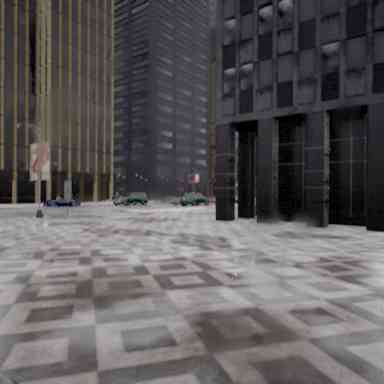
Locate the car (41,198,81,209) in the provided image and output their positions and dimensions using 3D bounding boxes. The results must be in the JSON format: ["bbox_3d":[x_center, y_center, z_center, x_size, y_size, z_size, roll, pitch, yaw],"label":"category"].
[{"bbox_3d":[-16.882,1.450,43.063,1.895,1.301,4.718,0,0,37],"label":"car"}]

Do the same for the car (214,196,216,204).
[{"bbox_3d":[4.481,1.491,60.647,1.994,1.385,4.181,0,0,37],"label":"car"}]

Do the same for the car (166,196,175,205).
[{"bbox_3d":[-1.159,1.461,53.002,2.033,1.411,5.357,0,0,37],"label":"car"}]

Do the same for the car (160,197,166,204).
[{"bbox_3d":[-3.941,1.445,60.239,1.994,1.385,4.181,0,0,37],"label":"car"}]

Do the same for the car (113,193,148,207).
[{"bbox_3d":[-8.845,1.103,48.380,2.150,2.045,5.566,0,0,37],"label":"car"}]

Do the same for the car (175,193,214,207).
[{"bbox_3d":[0.489,1.153,49.799,2.150,2.045,5.566,0,0,37],"label":"car"}]

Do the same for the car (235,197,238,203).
[{"bbox_3d":[6.837,1.451,58.368,1.837,1.490,4.892,0,0,37],"label":"car"}]
